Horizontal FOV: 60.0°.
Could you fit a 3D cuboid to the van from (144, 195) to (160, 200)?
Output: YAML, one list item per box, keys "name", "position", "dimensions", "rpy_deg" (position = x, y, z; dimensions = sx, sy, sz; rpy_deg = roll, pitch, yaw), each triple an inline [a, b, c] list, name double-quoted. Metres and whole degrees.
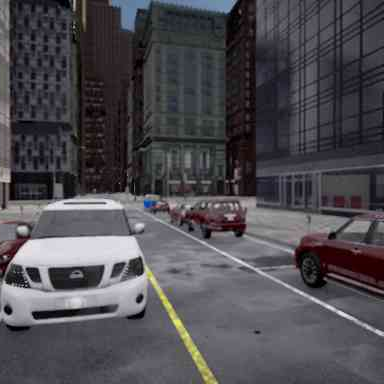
- name: "van"
  position: [-4.728, 1.245, 39.186]
  dimensions: [1.690, 1.788, 3.998]
  rpy_deg: [0, 0, -15]

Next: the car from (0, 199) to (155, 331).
- name: "car"
  position: [-2.357, 1.210, 7.380]
  dimensions: [2.150, 2.045, 5.566]
  rpy_deg: [0, 0, -15]

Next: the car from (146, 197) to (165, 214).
- name: "car"
  position: [-3.264, 1.503, 33.731]
  dimensions: [1.802, 1.307, 4.206]
  rpy_deg: [0, 0, -15]

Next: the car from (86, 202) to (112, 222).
- name: "car"
  position: [-7.586, 1.544, 27.253]
  dimensions: [1.895, 1.301, 4.718]
  rpy_deg: [0, 0, -15]

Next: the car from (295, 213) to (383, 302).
- name: "car"
  position: [4.052, 1.298, 6.450]
  dimensions: [2.192, 1.841, 5.009]
  rpy_deg: [0, 0, -15]

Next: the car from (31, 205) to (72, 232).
- name: "car"
  position: [-8.570, 1.545, 20.609]
  dimensions: [1.802, 1.307, 4.206]
  rpy_deg: [0, 0, -15]

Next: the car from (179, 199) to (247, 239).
- name: "car"
  position: [1.125, 1.277, 17.362]
  dimensions: [2.192, 1.841, 5.009]
  rpy_deg: [0, 0, -15]

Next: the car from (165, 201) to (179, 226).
- name: "car"
  position: [-0.337, 1.390, 22.818]
  dimensions: [1.967, 1.590, 4.097]
  rpy_deg: [0, 0, -15]

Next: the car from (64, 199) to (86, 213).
- name: "car"
  position: [-12.961, 1.483, 36.978]
  dimensions: [1.947, 1.339, 4.313]
  rpy_deg: [0, 0, -15]
